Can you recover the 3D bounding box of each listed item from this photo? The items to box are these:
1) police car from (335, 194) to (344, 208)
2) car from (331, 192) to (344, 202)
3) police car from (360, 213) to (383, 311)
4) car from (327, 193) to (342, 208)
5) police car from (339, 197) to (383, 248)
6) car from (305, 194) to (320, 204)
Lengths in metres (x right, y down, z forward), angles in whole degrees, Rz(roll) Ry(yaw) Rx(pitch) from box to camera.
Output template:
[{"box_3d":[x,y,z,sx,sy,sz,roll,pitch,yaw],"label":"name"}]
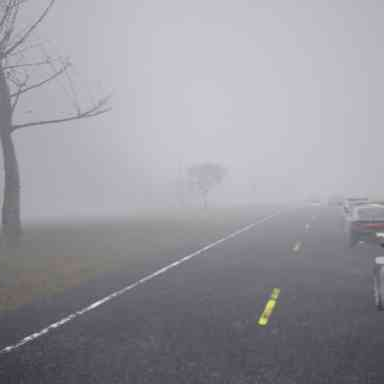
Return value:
[{"box_3d":[9.558,1.156,19.169,1.930,1.638,5.238,-2,0,22],"label":"police car"},{"box_3d":[24.877,0.846,56.826,1.812,1.442,4.674,-2,0,25],"label":"car"},{"box_3d":[3.655,1.305,4.356,1.930,1.638,5.238,-2,0,21],"label":"police car"},{"box_3d":[16.920,1.095,39.136,2.033,1.411,5.357,-2,0,24],"label":"car"},{"box_3d":[7.311,1.214,13.627,1.930,1.638,5.238,-2,0,22],"label":"police car"},{"box_3d":[19.035,1.097,52.357,1.994,1.385,4.181,-2,0,25],"label":"car"}]
